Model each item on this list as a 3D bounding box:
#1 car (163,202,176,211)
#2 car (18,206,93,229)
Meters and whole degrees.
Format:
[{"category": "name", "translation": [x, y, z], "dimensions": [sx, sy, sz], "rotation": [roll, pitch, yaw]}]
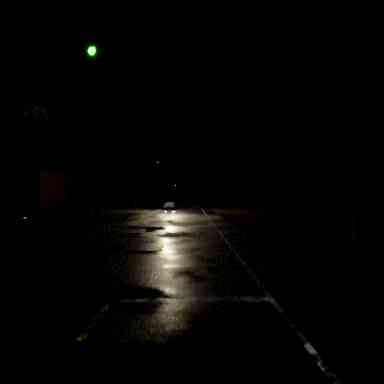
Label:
[{"category": "car", "translation": [-3.520, 2.265, 53.074], "dimensions": [2.033, 1.411, 5.357], "rotation": [0, -1, 0]}, {"category": "car", "translation": [-9.580, 1.741, 23.611], "dimensions": [4.902, 1.511, 2.128], "rotation": [1, 0, -27]}]
